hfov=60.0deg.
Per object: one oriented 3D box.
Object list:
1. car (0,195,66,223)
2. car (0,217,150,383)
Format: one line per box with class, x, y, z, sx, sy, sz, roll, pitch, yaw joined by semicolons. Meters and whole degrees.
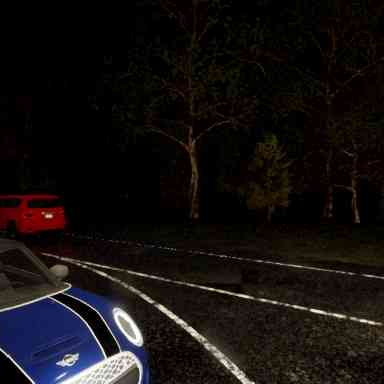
car;-8.475;1.152;16.290;5.566;2.045;2.150;0;0;36
car;-2.634;1.338;3.757;4.553;1.767;2.097;1;0;35
